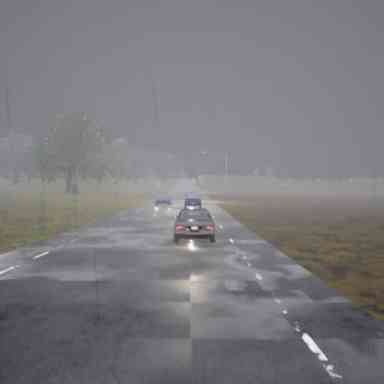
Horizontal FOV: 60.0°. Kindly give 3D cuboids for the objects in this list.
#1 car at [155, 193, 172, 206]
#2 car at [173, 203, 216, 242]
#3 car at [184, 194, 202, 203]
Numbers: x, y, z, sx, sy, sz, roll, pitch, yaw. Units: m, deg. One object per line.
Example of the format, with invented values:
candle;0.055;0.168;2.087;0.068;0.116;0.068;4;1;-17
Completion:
car;-3.583;0.930;42.135;1.882;1.535;5.008;0;1;0
car;0.104;1.462;15.760;2.033;1.411;5.357;0;1;0
car;0.105;1.005;38.601;1.882;1.535;5.008;0;1;0
